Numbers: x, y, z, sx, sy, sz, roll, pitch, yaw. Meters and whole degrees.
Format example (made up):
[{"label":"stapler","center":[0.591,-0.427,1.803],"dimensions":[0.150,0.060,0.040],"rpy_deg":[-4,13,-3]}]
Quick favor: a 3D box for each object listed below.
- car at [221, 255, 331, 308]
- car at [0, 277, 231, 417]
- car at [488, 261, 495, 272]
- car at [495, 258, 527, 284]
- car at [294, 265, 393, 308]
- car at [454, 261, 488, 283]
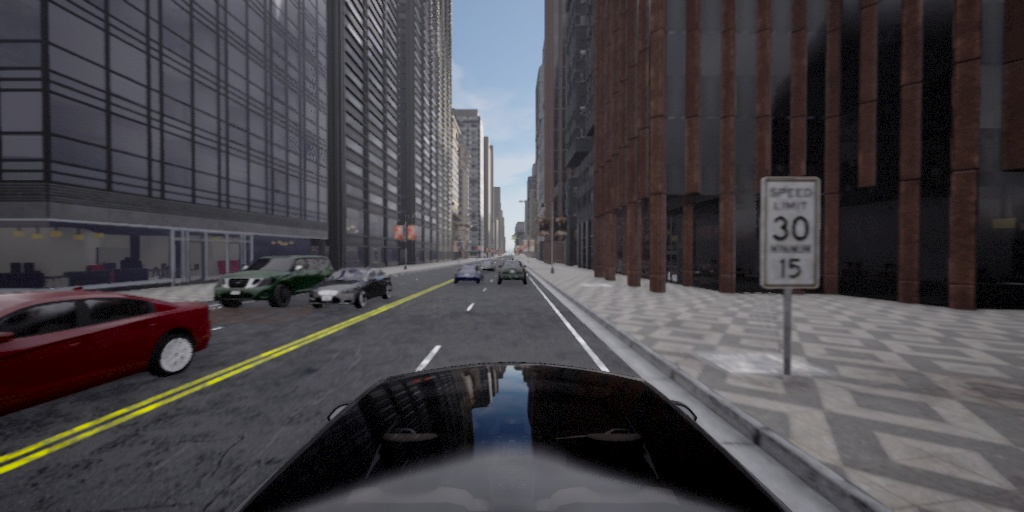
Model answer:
[{"label":"car","center":[-9.837,0.971,15.544],"dimensions":[2.150,2.045,5.566],"rpy_deg":[0,0,0]},{"label":"car","center":[-6.588,1.227,4.613],"dimensions":[1.882,1.535,5.008],"rpy_deg":[0,0,0]},{"label":"car","center":[-3.165,1.301,46.541],"dimensions":[1.994,1.385,4.181],"rpy_deg":[0,0,0]},{"label":"car","center":[0.041,1.094,27.216],"dimensions":[2.097,1.767,4.553],"rpy_deg":[0,0,0]},{"label":"car","center":[-6.572,1.238,15.182],"dimensions":[2.128,1.511,4.902],"rpy_deg":[0,0,0]},{"label":"car","center":[-3.206,1.308,27.580],"dimensions":[1.994,1.385,4.181],"rpy_deg":[0,0,0]}]
